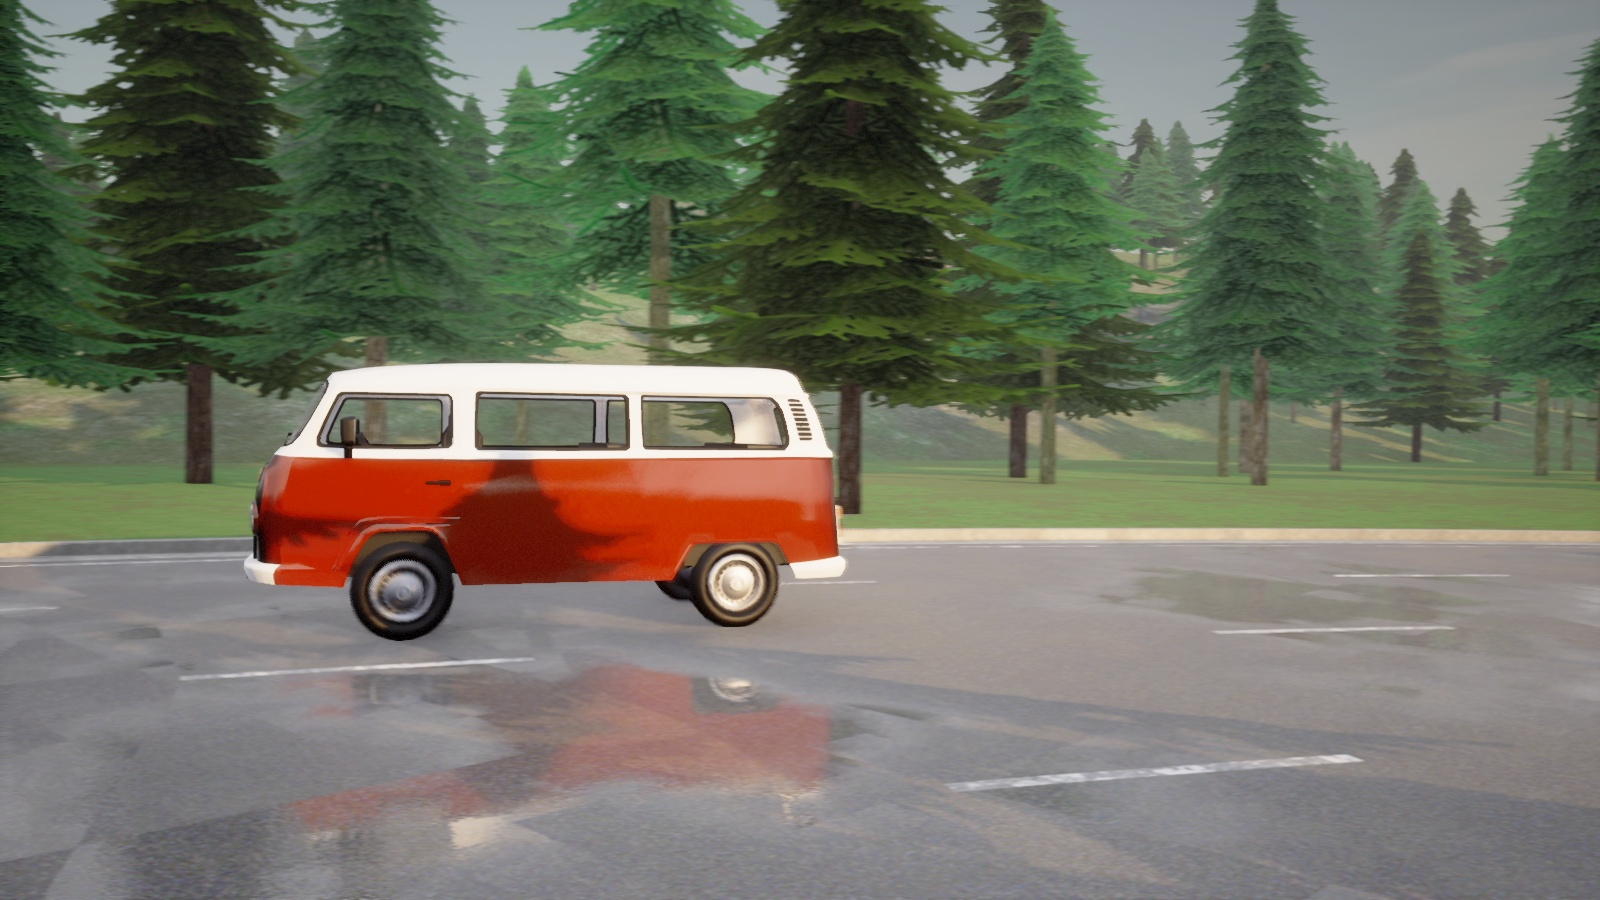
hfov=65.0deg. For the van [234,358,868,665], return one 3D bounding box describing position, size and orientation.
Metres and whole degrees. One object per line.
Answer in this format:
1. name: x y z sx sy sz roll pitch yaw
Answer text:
1. van: -1.939 0.368 10.010 4.480 2.038 2.069 -1 1 -18
